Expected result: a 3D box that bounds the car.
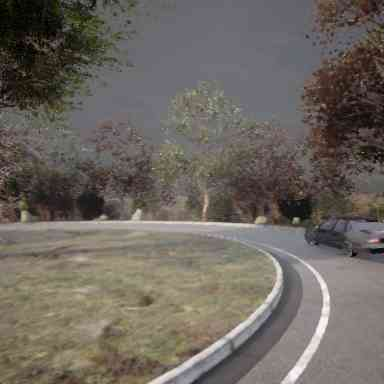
[{"bbox_3d":[6.452,1.711,13.564,2.033,1.411,5.357,-1,-1,-5],"label":"car"}]
